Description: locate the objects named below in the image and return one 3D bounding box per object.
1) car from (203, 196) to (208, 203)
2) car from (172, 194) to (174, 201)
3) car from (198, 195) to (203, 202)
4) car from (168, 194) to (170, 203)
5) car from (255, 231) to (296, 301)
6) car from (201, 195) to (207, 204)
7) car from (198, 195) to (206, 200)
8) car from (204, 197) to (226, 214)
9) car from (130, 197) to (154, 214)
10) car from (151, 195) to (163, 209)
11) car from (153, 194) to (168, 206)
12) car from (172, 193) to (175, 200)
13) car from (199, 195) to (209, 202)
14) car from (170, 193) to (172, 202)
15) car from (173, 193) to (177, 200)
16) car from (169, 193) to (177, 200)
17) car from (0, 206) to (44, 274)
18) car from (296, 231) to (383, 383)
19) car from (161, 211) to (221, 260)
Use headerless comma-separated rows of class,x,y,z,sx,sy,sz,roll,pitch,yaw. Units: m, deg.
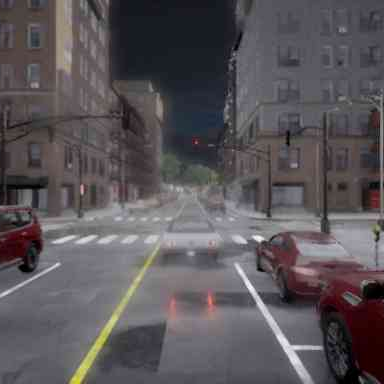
car,2.634,1.527,40.482,1.887,1.381,4.507,0,0,0
car,-5.410,1.524,67.891,2.008,1.369,4.403,0,0,0
car,2.632,1.526,62.410,2.008,1.369,4.403,0,0,0
car,-5.413,1.417,56.927,1.967,1.590,4.097,0,0,0
car,2.638,1.578,7.992,1.802,1.307,4.206,0,0,0
car,2.634,1.531,45.964,2.008,1.369,4.403,0,0,0
car,2.629,1.512,89.820,1.887,1.381,4.507,0,0,0
car,2.635,1.535,35.000,2.008,1.369,4.403,0,0,0
car,-5.419,1.510,34.829,1.752,1.417,4.829,0,0,0
car,-5.416,1.506,45.793,1.752,1.417,4.829,0,0,0
car,-5.414,1.294,51.445,2.192,1.841,5.009,0,0,0
car,-5.409,1.537,73.373,1.947,1.339,4.313,0,0,0
car,2.631,1.412,73.374,1.967,1.590,4.097,0,0,0
car,-5.412,1.415,62.409,1.967,1.590,4.097,0,0,0
car,-5.407,1.285,78.855,2.192,1.841,5.009,0,0,0
car,-5.403,1.281,95.301,2.192,1.841,5.009,0,0,0
car,-5.400,1.311,7.992,2.192,1.841,5.009,0,0,0
car,2.639,1.314,2.313,2.192,1.841,5.009,0,0,0
car,-0.058,1.595,12.413,1.895,1.301,4.718,0,0,-1
